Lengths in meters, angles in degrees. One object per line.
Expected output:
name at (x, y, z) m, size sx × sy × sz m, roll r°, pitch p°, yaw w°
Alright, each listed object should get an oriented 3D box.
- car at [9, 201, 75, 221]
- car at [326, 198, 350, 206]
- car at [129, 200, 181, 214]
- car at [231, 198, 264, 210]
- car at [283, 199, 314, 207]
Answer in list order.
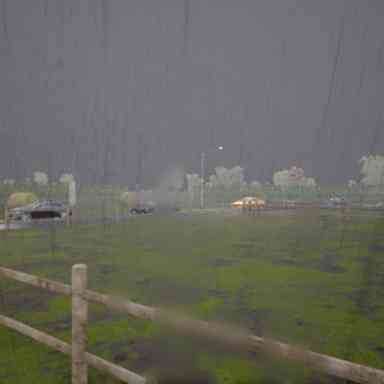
car at (-11.672, 1.468, 25.903) m, size 2.128 × 1.511 × 4.902 m, roll 1°, pitch 0°, yaw 44°
car at (22.394, 1.577, 51.108) m, size 4.674 × 1.442 × 1.812 m, roll 0°, pitch 0°, yaw -36°
car at (-3.607, 1.539, 33.651) m, size 5.357 × 1.411 × 2.033 m, roll 0°, pitch 0°, yaw -42°
car at (7.226, 1.487, 42.978) m, size 5.008 × 1.535 × 1.882 m, roll -1°, pitch 1°, yaw -39°
car at (14.478, 1.638, 45.084) m, size 4.718 × 1.301 × 1.895 m, roll 0°, pitch 0°, yaw -37°
